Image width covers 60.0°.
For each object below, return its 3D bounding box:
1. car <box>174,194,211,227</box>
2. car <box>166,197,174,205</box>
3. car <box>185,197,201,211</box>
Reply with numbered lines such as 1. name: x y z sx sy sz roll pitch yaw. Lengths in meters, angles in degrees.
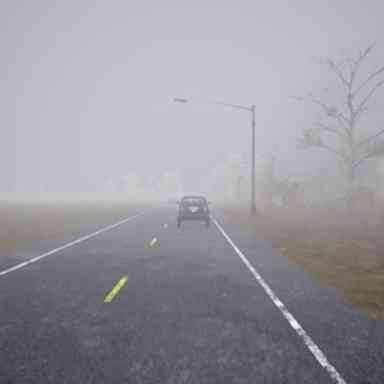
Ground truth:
1. car: 0.108 1.228 23.104 2.150 2.045 5.566 0 0 0
2. car: -3.512 1.533 59.863 2.033 1.411 5.357 0 0 1
3. car: 0.110 1.479 42.690 1.882 1.535 5.008 0 0 0
